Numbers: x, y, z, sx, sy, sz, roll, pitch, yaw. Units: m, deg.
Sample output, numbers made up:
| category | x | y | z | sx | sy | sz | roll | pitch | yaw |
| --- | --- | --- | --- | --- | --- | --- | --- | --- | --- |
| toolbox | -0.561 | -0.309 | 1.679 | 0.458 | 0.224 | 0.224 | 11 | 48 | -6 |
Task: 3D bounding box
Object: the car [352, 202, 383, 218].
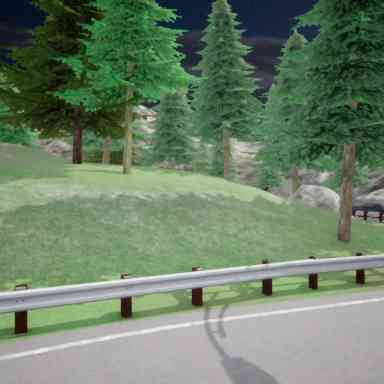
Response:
| category | x | y | z | sx | sy | sz | roll | pitch | yaw |
| --- | --- | --- | --- | --- | --- | --- | --- | --- | --- |
| car | 15.800 | 1.561 | 27.608 | 2.033 | 1.411 | 5.357 | 0 | 0 | -18 |
